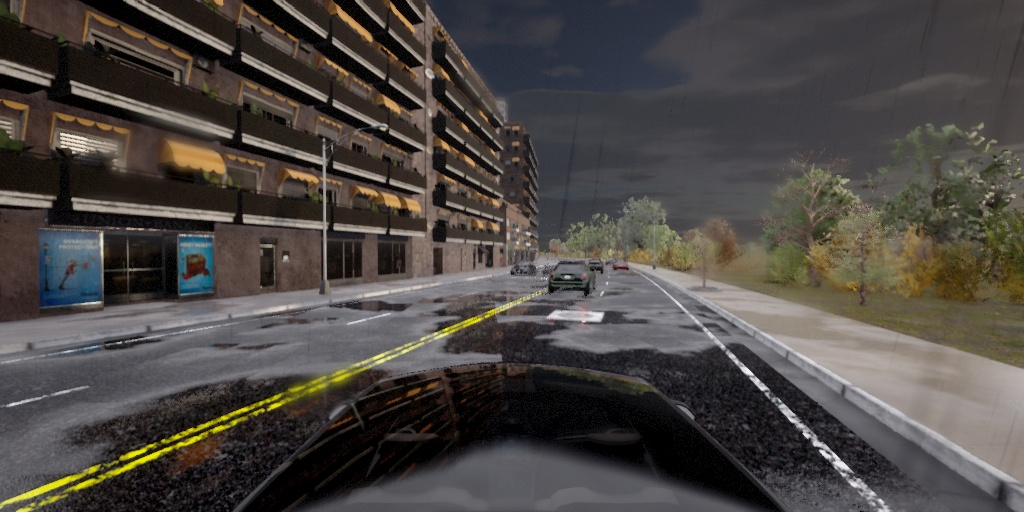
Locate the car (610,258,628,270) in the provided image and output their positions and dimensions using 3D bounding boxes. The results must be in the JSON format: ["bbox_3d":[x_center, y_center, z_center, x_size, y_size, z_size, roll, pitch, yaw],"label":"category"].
[{"bbox_3d":[15.183,1.237,50.293,1.994,1.385,4.181,0,0,13],"label":"car"}]

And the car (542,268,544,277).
[{"bbox_3d":[4.170,1.234,34.571,1.812,1.442,4.674,0,0,16],"label":"car"}]

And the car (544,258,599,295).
[{"bbox_3d":[3.410,1.081,19.782,2.097,1.767,4.553,0,0,17],"label":"car"}]

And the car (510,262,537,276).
[{"bbox_3d":[1.202,1.273,36.029,1.994,1.385,4.181,0,0,16],"label":"car"}]

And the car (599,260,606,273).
[{"bbox_3d":[9.751,1.196,41.954,1.837,1.490,4.892,0,-1,15],"label":"car"}]
